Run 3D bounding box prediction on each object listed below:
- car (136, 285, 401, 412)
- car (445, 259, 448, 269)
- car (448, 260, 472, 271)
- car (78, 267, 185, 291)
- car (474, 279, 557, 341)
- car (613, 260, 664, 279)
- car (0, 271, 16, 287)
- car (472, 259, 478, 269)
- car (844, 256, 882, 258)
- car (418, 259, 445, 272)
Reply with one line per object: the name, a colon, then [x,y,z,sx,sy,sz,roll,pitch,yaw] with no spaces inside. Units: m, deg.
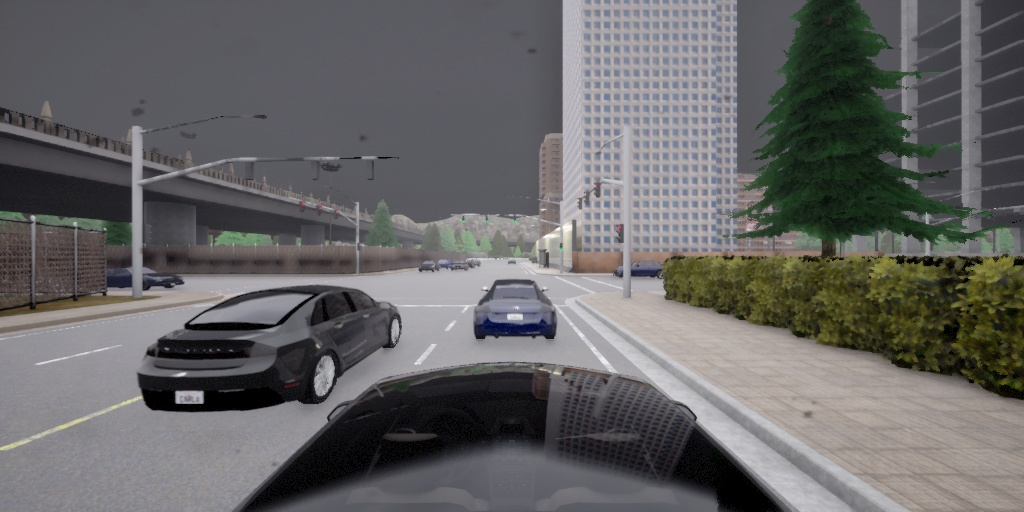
car: [-3.440,1.257,6.265,1.837,1.490,4.892,0,0,0]
car: [-10.599,1.246,55.856,1.882,1.535,5.008,0,0,0]
car: [-7.095,1.330,49.159,1.994,1.385,4.181,0,0,0]
car: [-23.494,1.360,22.052,5.357,1.411,2.033,0,0,0]
car: [0.080,1.317,9.938,1.994,1.385,4.181,0,0,0]
car: [11.637,1.168,32.832,4.553,1.767,2.097,0,0,0]
car: [-33.561,1.304,22.029,4.902,1.511,2.128,0,0,0]
car: [-7.095,1.370,57.913,1.895,1.301,4.718,0,0,0]
car: [31.370,1.037,32.838,5.566,2.045,2.150,0,0,0]
car: [-10.603,1.312,46.406,2.033,1.411,5.357,0,0,0]
